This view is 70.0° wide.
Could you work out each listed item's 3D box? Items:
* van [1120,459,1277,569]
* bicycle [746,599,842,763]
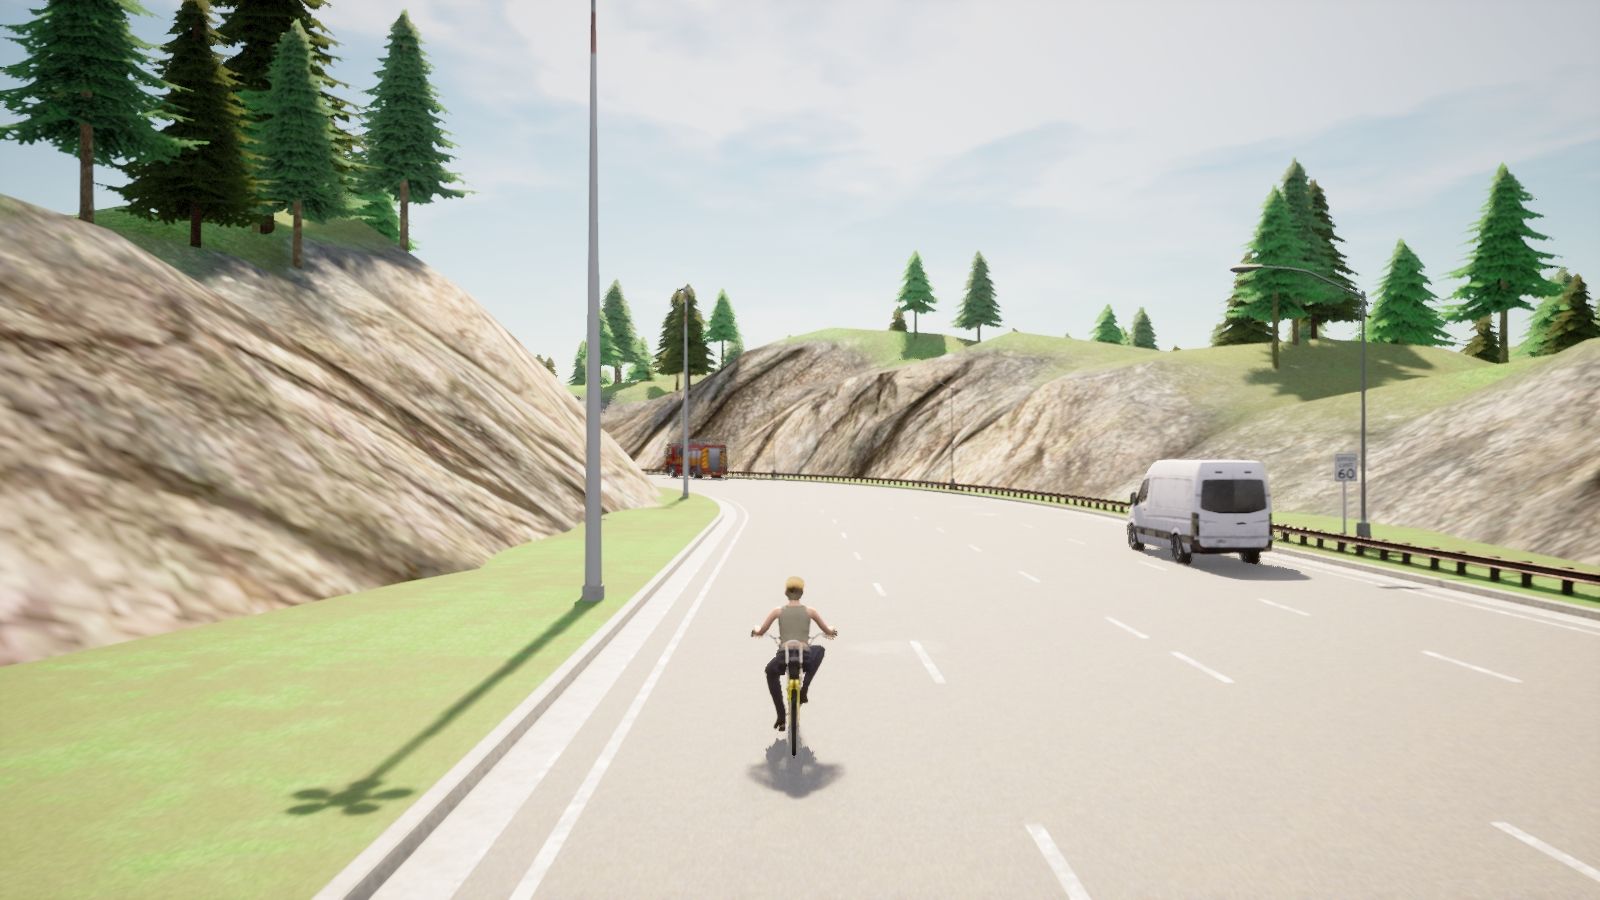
[{"bbox_3d":[10.277,1.536,30.039,1.988,2.561,5.915,0,0,-1],"label":"van"},{"bbox_3d":[-0.054,2.158,10.943,0.859,1.276,1.487,0,0,0],"label":"bicycle"}]
